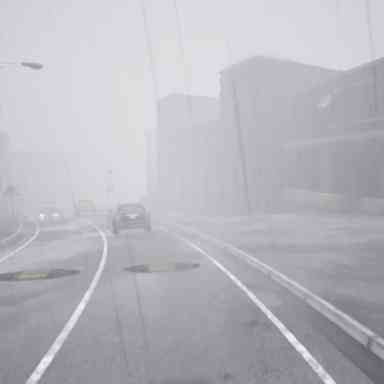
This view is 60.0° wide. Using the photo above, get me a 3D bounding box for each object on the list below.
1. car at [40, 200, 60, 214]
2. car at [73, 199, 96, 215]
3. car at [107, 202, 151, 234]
[{"bbox_3d":[-17.911,1.766,42.083,2.097,1.767,4.553,-2,0,-20],"label":"car"},{"bbox_3d":[-12.517,1.590,38.543,2.097,1.767,4.553,-2,0,-25],"label":"car"},{"bbox_3d":[-3.904,1.387,19.988,2.097,1.767,4.553,-2,0,-19],"label":"car"}]
